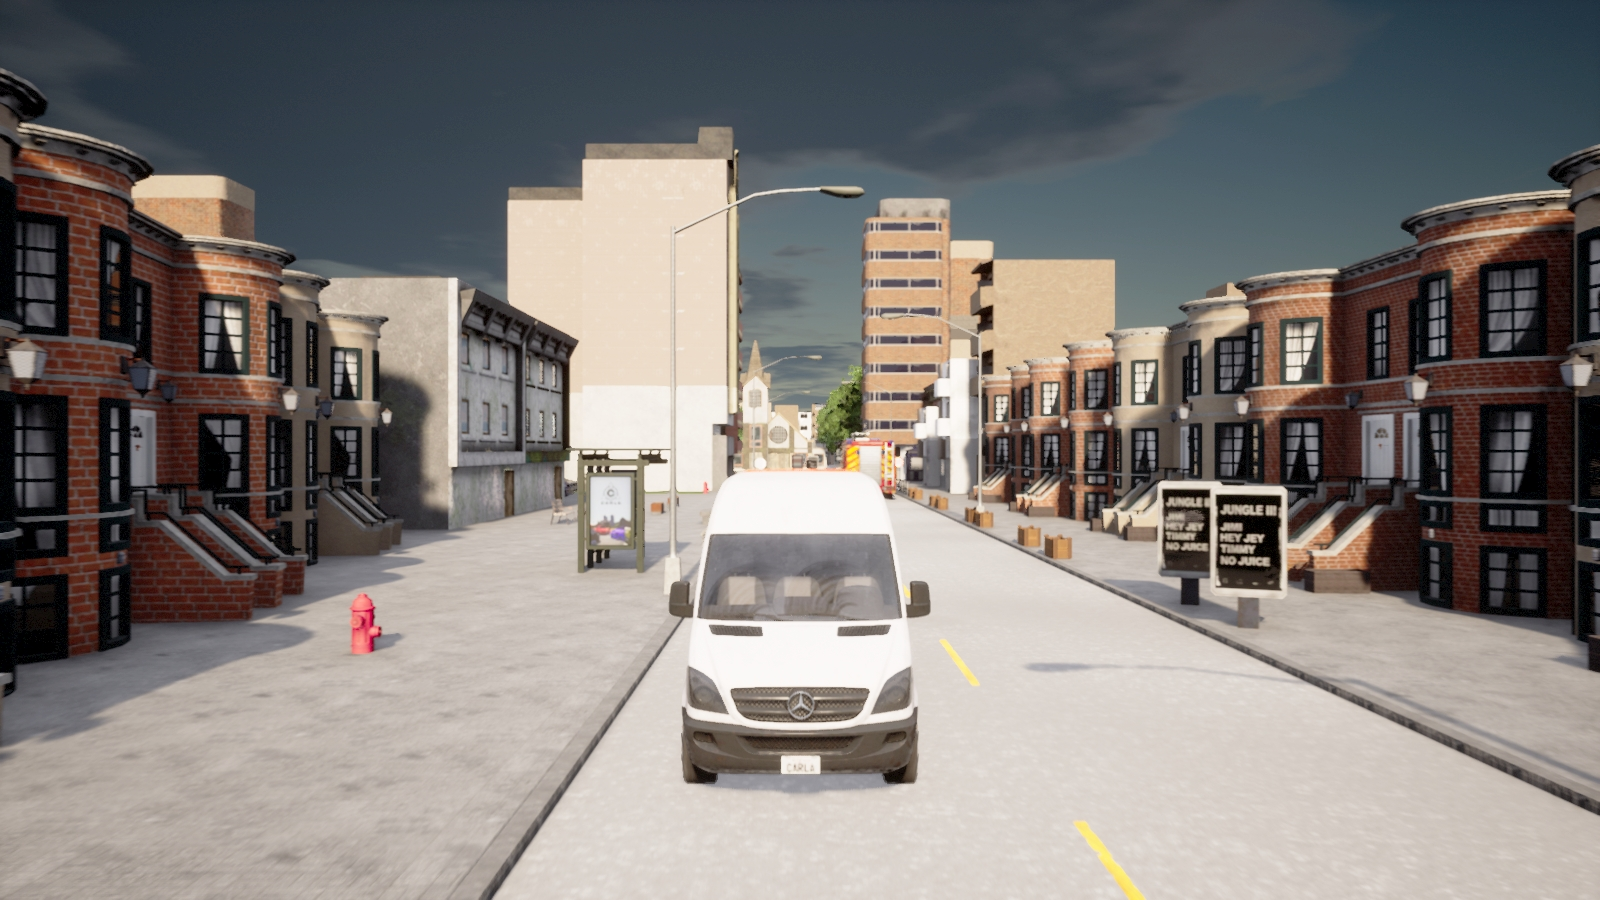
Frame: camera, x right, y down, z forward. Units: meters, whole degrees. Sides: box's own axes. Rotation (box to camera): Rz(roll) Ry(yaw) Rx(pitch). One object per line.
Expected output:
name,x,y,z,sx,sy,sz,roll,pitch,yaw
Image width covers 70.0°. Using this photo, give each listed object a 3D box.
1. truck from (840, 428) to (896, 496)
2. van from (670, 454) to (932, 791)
truck,3.976,0.682,68.618,2.891,3.827,8.468,0,0,0
van,0.006,1.317,11.637,1.988,2.561,5.915,0,0,0
